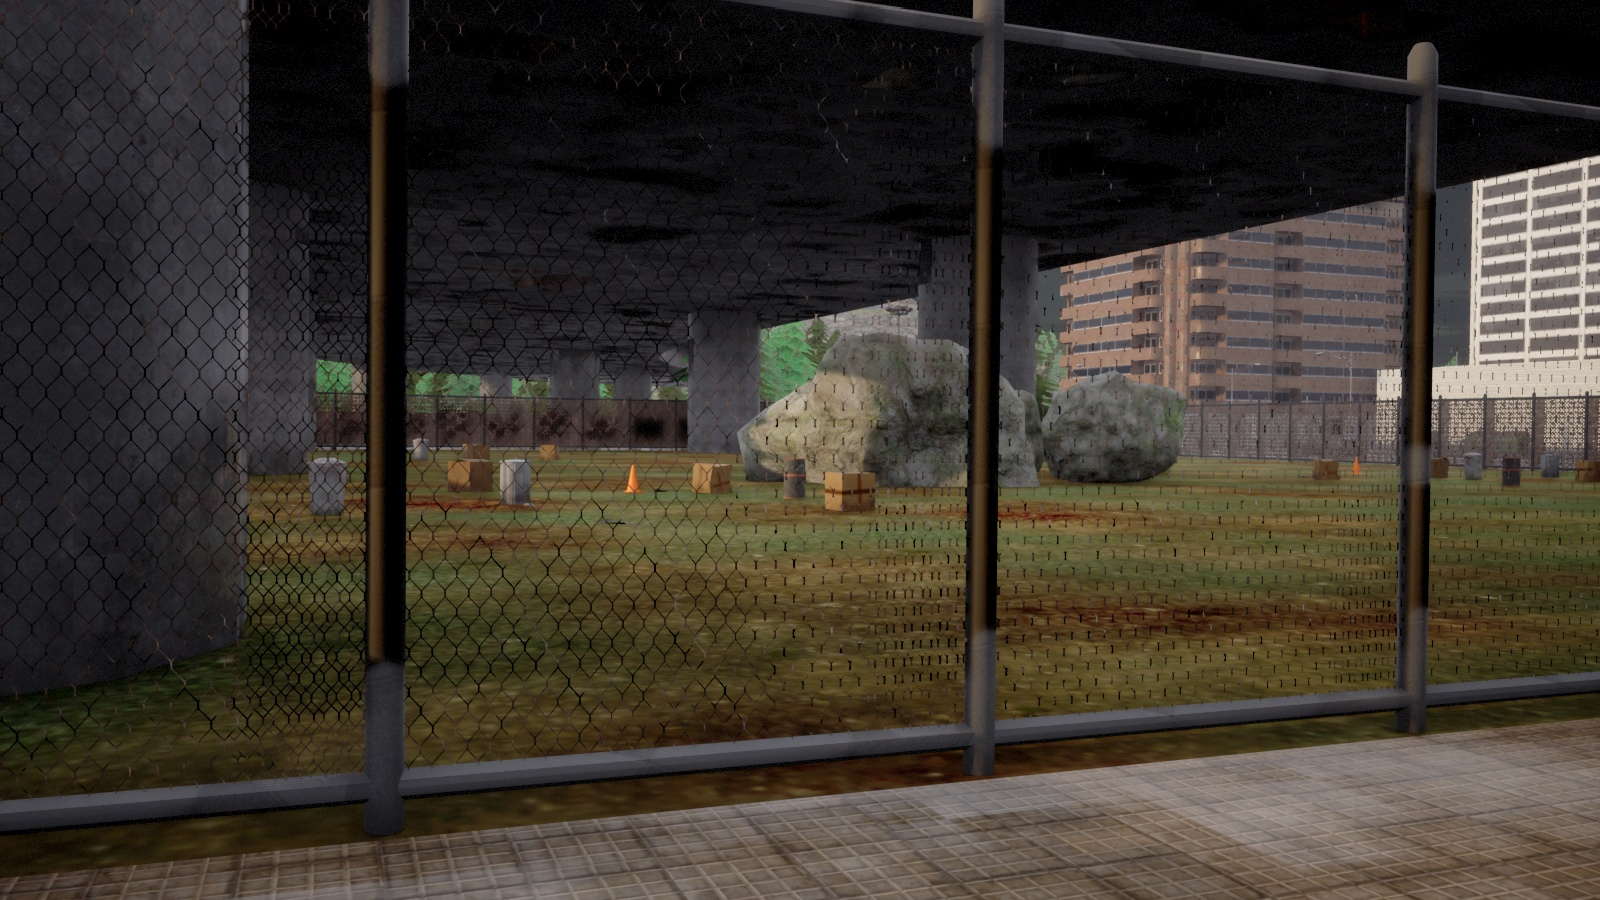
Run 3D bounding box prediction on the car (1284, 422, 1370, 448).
[{"bbox_3d":[32.710,-0.925,78.132,2.128,1.511,4.902,-1,1,-21],"label":"car"}]
